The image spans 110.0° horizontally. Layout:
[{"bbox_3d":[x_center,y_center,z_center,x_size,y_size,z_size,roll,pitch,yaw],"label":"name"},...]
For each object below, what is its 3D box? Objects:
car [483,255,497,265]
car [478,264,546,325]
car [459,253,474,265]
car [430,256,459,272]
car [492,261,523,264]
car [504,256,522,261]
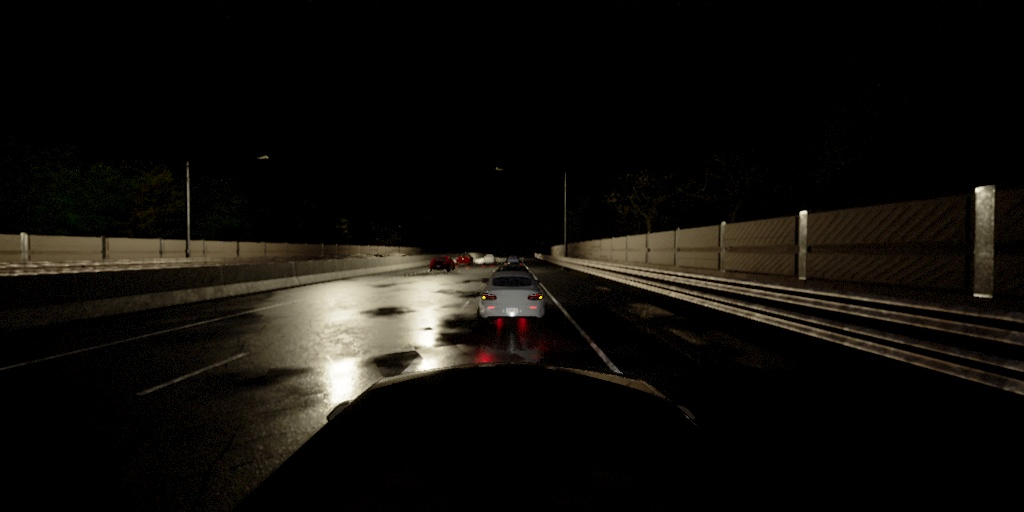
[{"bbox_3d":[-3.356,0.533,54.561,1.812,1.442,4.674,0,1,0],"label":"car"},{"bbox_3d":[0.004,1.148,11.133,1.812,1.442,4.674,0,1,0],"label":"car"},{"bbox_3d":[-6.866,0.390,52.567,2.097,1.767,4.553,0,1,0],"label":"car"},{"bbox_3d":[-6.891,0.763,35.955,1.882,1.535,5.008,0,1,0],"label":"car"},{"bbox_3d":[0.011,1.114,19.295,1.895,1.301,4.718,0,1,1],"label":"car"},{"bbox_3d":[0.107,0.870,34.493,1.994,1.385,4.181,0,1,0],"label":"car"}]
